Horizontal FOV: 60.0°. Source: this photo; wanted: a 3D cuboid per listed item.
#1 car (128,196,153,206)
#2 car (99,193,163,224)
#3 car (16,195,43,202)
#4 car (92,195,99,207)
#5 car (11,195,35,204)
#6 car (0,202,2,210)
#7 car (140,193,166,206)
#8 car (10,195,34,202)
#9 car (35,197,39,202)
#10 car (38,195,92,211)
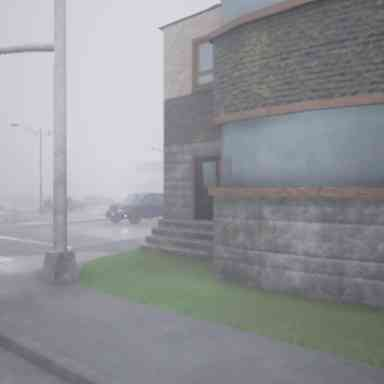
[{"bbox_3d":[-8.486,1.423,54.813,1.970,1.475,3.806,0,0,35],"label":"car"},{"bbox_3d":[-3.450,1.065,23.503,2.150,2.045,5.566,0,0,36],"label":"car"},{"bbox_3d":[-36.399,1.435,74.674,2.152,1.636,5.027,0,0,35],"label":"car"},{"bbox_3d":[-13.382,1.160,47.890,1.932,1.855,4.605,0,0,35],"label":"car"},{"bbox_3d":[-31.216,1.410,61.546,1.845,1.501,3.633,0,0,35],"label":"car"},{"bbox_3d":[-20.625,1.291,32.100,1.970,1.475,3.806,0,0,35],"label":"car"},{"bbox_3d":[-6.136,1.135,52.384,1.905,1.878,3.866,0,0,35],"label":"car"},{"bbox_3d":[-38.982,1.448,76.454,2.007,1.523,4.514,0,0,35],"label":"car"},{"bbox_3d":[-23.107,1.376,55.706,2.007,1.523,4.514,0,0,35],"label":"car"},{"bbox_3d":[-13.549,1.352,35.709,2.007,1.523,4.514,0,0,35],"label":"car"}]
